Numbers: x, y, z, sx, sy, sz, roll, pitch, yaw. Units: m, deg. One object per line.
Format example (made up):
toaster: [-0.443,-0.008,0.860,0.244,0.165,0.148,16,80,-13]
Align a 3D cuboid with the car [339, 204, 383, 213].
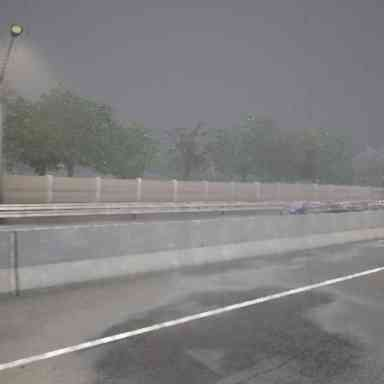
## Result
car: [14.207,1.777,26.923,4.181,1.385,1.994,1,0,-35]

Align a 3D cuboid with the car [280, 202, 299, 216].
car: [10.790,1.745,33.079,4.674,1.442,1.812,1,0,-35]

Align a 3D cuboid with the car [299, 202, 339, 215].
car: [12.081,1.717,29.708,4.892,1.490,1.837,1,0,-35]
